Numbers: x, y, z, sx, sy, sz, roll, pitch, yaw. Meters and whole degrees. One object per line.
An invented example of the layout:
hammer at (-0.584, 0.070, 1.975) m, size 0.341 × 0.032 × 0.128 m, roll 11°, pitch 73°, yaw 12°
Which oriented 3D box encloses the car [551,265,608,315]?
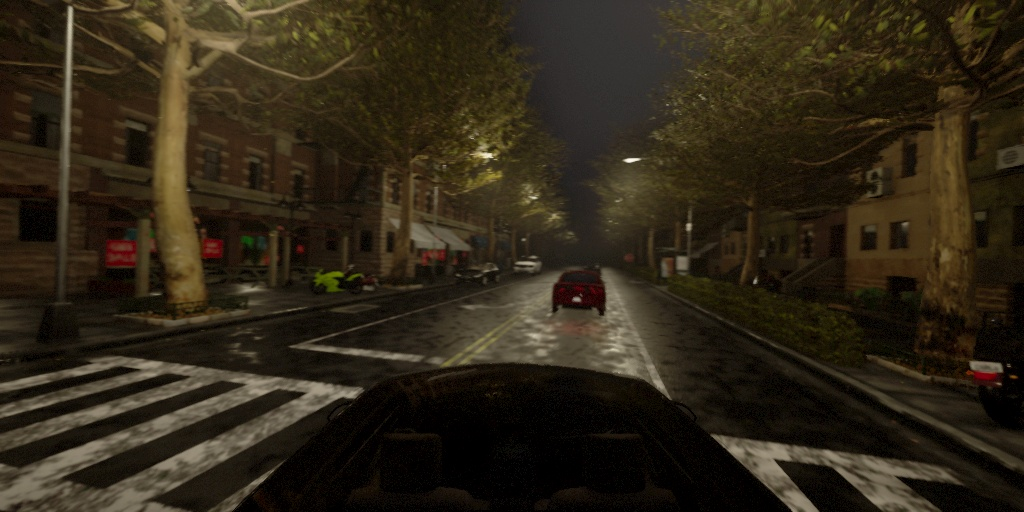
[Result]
car at (2.757, 1.314, 14.336) m, size 1.882 × 1.535 × 5.008 m, roll 2°, pitch 0°, yaw 14°

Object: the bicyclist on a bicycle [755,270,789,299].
bicyclist on a bicycle at (11.083, 1.421, 15.545) m, size 1.656 × 1.620 × 0.582 m, roll 2°, pitch 0°, yaw 14°

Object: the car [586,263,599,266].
car at (9.323, 1.538, 41.475) m, size 2.128 × 1.511 × 4.902 m, roll 2°, pitch 0°, yaw 14°
